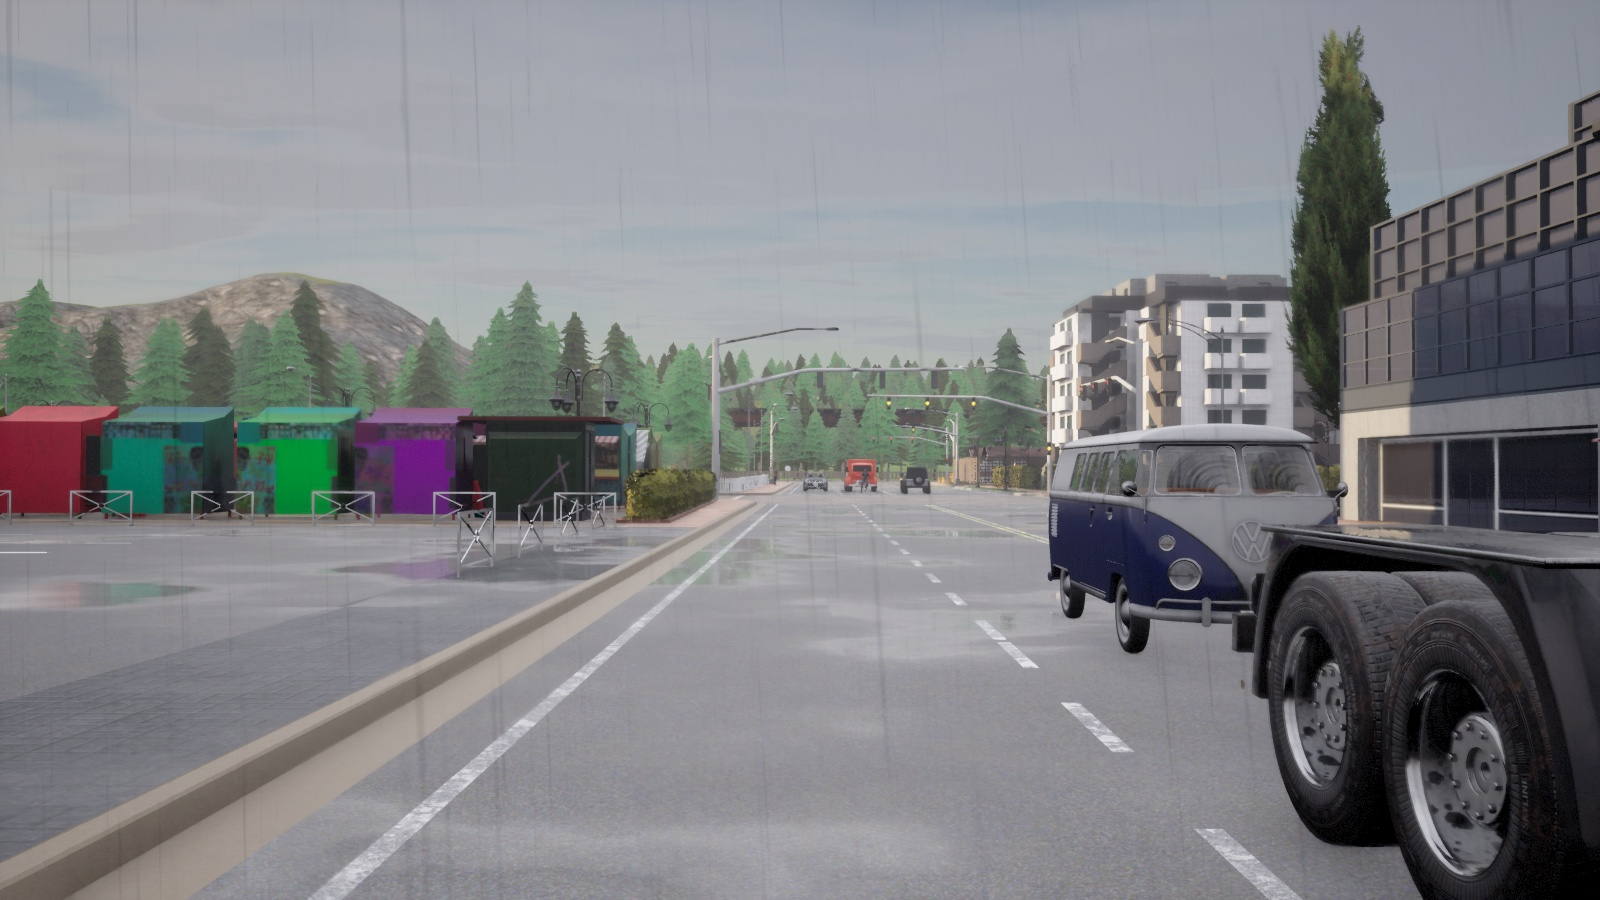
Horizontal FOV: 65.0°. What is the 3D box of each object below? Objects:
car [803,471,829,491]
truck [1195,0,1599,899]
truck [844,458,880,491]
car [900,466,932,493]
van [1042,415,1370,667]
[{"bbox_3d":[1.217,2.392,96.531,1.970,1.475,3.806,0,-1,1],"label":"car"},{"bbox_3d":[3.522,-0.137,2.678,2.891,3.462,7.936,0,-1,1],"label":"truck"},{"bbox_3d":[4.710,1.931,96.077,2.627,2.467,5.204,0,-2,1],"label":"truck"},{"bbox_3d":[8.107,2.055,88.181,1.905,1.878,3.866,0,-1,1],"label":"car"},{"bbox_3d":[3.632,0.756,12.149,1.775,1.987,4.442,0,-1,1],"label":"van"}]
